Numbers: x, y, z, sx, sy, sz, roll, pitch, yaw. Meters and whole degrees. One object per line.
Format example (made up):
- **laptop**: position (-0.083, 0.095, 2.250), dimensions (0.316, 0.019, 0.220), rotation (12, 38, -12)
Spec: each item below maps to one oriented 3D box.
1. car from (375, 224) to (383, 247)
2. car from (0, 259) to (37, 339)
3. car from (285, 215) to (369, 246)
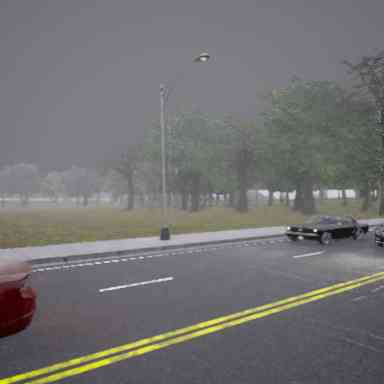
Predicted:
- **car**: position (10.132, 1.687, 15.037), dimensions (4.902, 1.511, 2.128), rotation (1, -1, -36)
- **car**: position (-4.732, 1.537, 4.224), dimensions (5.008, 1.535, 1.882), rotation (1, -1, -36)
- **car**: position (6.791, 1.818, 16.623), dimensions (4.718, 1.301, 1.895), rotation (1, -1, -36)
